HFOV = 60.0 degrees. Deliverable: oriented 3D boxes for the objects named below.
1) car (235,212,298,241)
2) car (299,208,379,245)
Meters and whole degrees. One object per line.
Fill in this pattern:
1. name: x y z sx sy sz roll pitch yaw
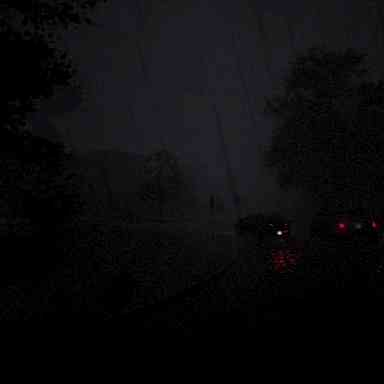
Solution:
1. car: 4.121 2.008 20.089 1.837 1.490 4.892 0 -2 -13
2. car: 7.742 1.694 17.705 2.097 1.767 4.553 -2 -2 -2
